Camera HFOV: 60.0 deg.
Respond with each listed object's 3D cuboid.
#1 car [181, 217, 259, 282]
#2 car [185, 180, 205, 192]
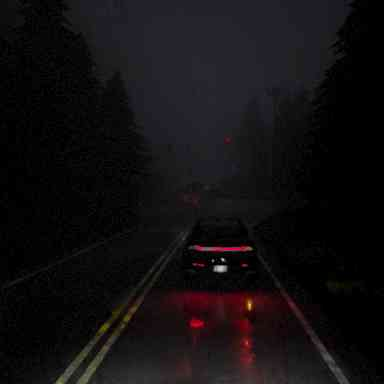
[{"bbox_3d":[0.772,1.470,9.727,2.128,1.511,4.902,0,0,4],"label":"car"},{"bbox_3d":[0.458,-0.883,45.753,1.812,1.442,4.674,1,9,15],"label":"car"}]
